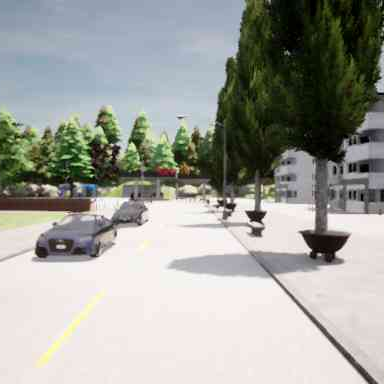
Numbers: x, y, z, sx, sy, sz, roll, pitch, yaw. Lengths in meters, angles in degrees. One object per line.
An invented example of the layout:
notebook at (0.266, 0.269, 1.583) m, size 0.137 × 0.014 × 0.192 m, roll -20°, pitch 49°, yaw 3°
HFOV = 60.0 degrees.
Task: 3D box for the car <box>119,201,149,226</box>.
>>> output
car at (-4.047, 1.412, 22.586) m, size 1.837 × 1.490 × 4.892 m, roll 0°, pitch 0°, yaw 0°

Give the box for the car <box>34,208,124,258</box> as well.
car at (-4.090, 1.513, 12.380) m, size 1.994 × 1.385 × 4.181 m, roll 0°, pitch 0°, yaw 0°

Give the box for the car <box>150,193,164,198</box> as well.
car at (-8.998, 1.062, 85.393) m, size 3.633 × 1.501 × 1.845 m, roll 0°, pitch 0°, yaw 0°
